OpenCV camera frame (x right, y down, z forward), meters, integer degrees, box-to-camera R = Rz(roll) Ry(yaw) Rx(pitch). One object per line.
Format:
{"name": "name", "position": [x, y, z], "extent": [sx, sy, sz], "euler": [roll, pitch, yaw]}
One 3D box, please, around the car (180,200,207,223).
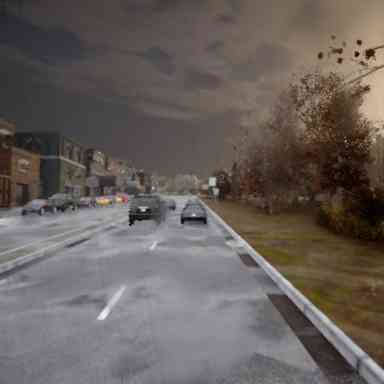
{"name": "car", "position": [0.126, 1.590, 25.584], "extent": [1.994, 1.385, 4.181], "euler": [0, 0, 0]}

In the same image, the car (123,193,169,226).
{"name": "car", "position": [-3.124, 1.244, 23.944], "extent": [2.150, 2.045, 5.566], "euler": [0, 0, 0]}

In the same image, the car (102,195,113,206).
{"name": "car", "position": [-15.085, 1.475, 54.738], "extent": [1.946, 1.575, 5.366], "euler": [0, 0, 0]}

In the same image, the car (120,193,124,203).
{"name": "car", "position": [-15.121, 1.489, 65.788], "extent": [1.946, 1.575, 5.366], "euler": [0, 0, 0]}

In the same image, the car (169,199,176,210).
{"name": "car", "position": [-3.103, 1.606, 43.055], "extent": [1.994, 1.385, 4.181], "euler": [0, 0, 0]}

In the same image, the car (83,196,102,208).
{"name": "car", "position": [-15.118, 1.471, 47.865], "extent": [2.231, 1.521, 4.892], "euler": [0, 0, 1]}

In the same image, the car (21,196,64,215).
{"name": "car", "position": [-15.013, 1.452, 32.955], "extent": [2.231, 1.521, 4.892], "euler": [0, 0, 0]}

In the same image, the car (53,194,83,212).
{"name": "car", "position": [-15.031, 1.207, 38.445], "extent": [2.435, 2.045, 5.566], "euler": [0, 0, 0]}

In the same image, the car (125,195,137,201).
{"name": "car", "position": [-15.175, 1.514, 82.680], "extent": [2.231, 1.521, 4.892], "euler": [0, 0, 0]}

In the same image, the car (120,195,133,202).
{"name": "car", "position": [-15.159, 1.507, 77.154], "extent": [2.231, 1.521, 4.892], "euler": [0, 0, 0]}

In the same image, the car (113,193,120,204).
{"name": "car", "position": [-15.103, 1.360, 60.479], "extent": [2.185, 1.767, 4.553], "euler": [0, 0, 0]}

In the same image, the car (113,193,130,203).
{"name": "car", "position": [-15.139, 1.247, 71.470], "extent": [2.435, 2.045, 5.566], "euler": [0, 0, 0]}
